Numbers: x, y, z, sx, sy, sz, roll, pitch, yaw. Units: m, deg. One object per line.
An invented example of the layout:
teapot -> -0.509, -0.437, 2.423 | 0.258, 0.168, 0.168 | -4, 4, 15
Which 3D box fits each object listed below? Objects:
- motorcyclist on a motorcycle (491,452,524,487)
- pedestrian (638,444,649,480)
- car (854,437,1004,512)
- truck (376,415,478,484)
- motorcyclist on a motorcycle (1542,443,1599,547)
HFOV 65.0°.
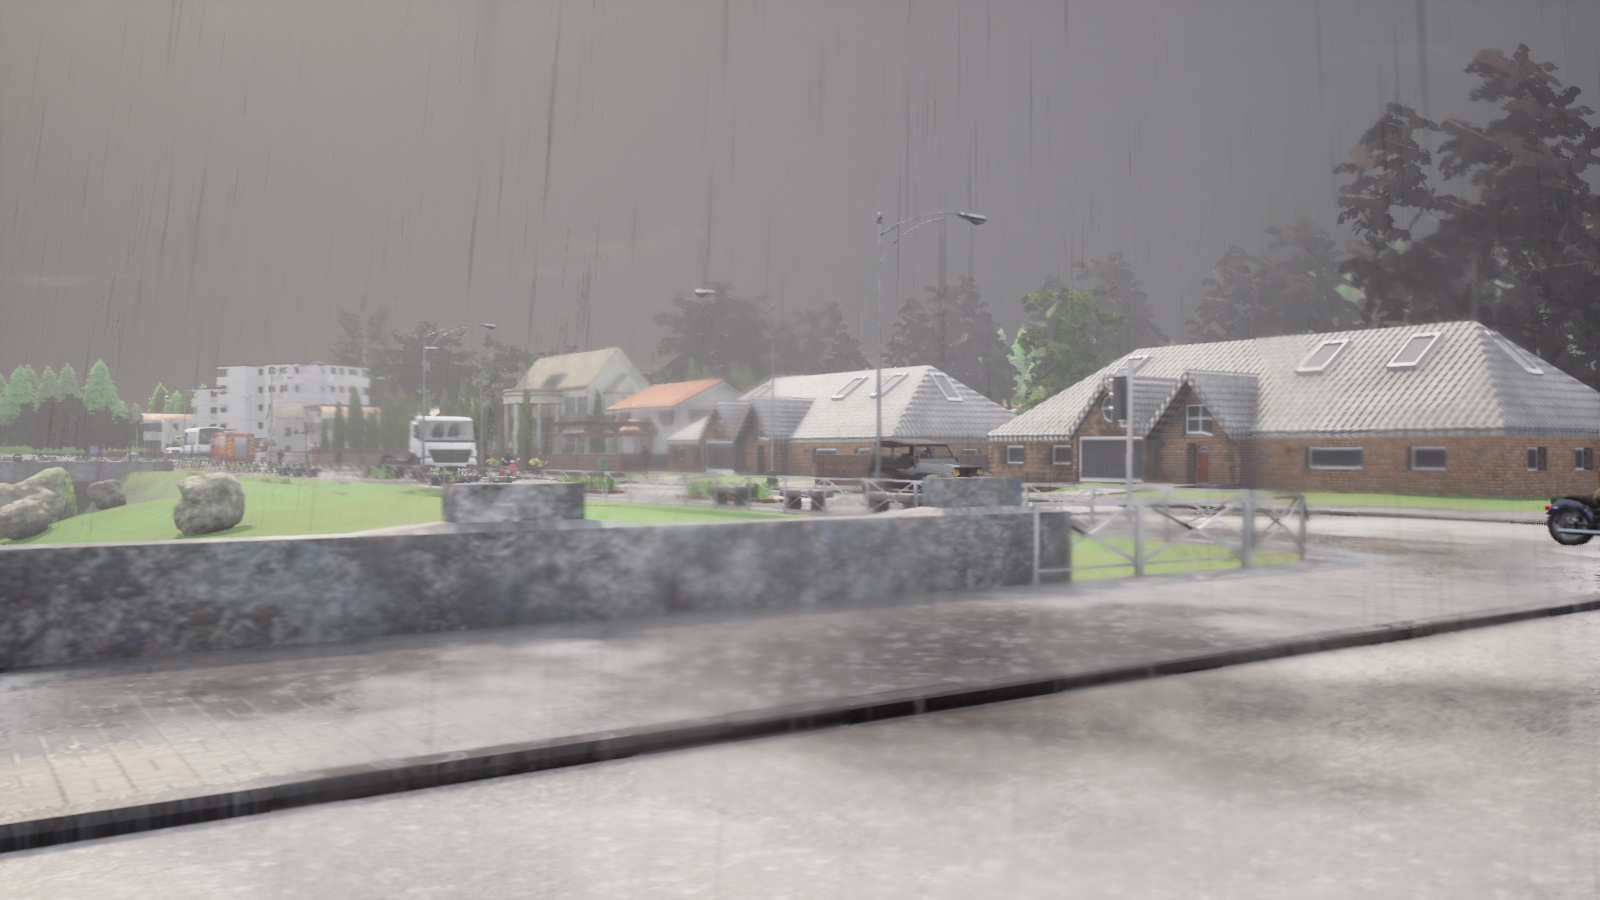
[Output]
motorcyclist on a motorcycle -> -13.379, 0.867, 57.488 | 0.866, 1.590, 1.817 | 0, 0, -35
pedestrian -> -8.102, 0.631, 65.100 | 0.353, 1.847, 0.614 | 0, 0, -31
car -> 3.373, 0.616, 33.424 | 1.905, 1.878, 3.866 | 0, 0, -35
truck -> -20.023, -0.030, 67.032 | 2.891, 3.462, 7.936 | 0, 0, -35
motorcyclist on a motorcycle -> 13.140, 0.716, 19.808 | 0.766, 1.649, 2.350 | 1, -1, -42
